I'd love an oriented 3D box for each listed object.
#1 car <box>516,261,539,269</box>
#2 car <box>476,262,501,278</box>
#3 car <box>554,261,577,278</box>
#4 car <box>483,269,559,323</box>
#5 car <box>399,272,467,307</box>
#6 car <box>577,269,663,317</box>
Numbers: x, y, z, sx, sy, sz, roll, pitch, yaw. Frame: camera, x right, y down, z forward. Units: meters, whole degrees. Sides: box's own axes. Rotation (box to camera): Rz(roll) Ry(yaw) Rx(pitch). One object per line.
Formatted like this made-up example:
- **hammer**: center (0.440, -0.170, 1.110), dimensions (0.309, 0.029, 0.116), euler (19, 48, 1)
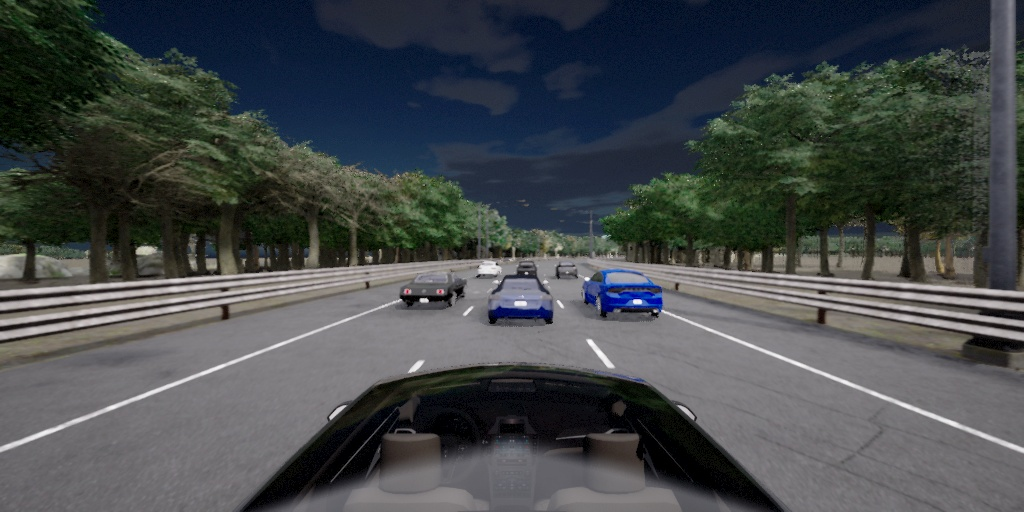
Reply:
- **car**: center (1.407, 1.220, 32.838), dimensions (1.837, 1.490, 4.892), euler (0, 0, 4)
- **car**: center (-2.058, 1.235, 33.421), dimensions (1.812, 1.442, 4.674), euler (0, 0, 5)
- **car**: center (4.923, 1.211, 32.883), dimensions (2.128, 1.511, 4.902), euler (0, 0, 5)
- **car**: center (0.293, 1.303, 12.060), dimensions (1.994, 1.385, 4.181), euler (0, 0, 1)
- **car**: center (-3.117, 1.332, 15.299), dimensions (1.895, 1.301, 4.718), euler (0, 0, 2)
- **car**: center (3.826, 1.220, 13.186), dimensions (1.882, 1.535, 5.008), euler (0, 0, 2)
